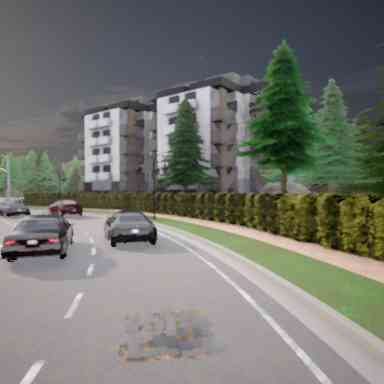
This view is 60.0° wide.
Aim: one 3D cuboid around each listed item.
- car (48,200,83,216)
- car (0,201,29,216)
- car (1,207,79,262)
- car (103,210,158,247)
[{"bbox_3d":[-11.702,1.435,30.633,1.882,1.535,5.008,0,0,-39],"label":"car"},{"bbox_3d":[-16.613,1.554,30.853,1.994,1.385,4.181,-1,0,-43],"label":"car"},{"bbox_3d":[-5.458,1.535,12.268,2.033,1.411,5.357,0,0,-17],"label":"car"},{"bbox_3d":[-2.884,1.522,15.115,1.994,1.385,4.181,0,0,-18],"label":"car"}]
